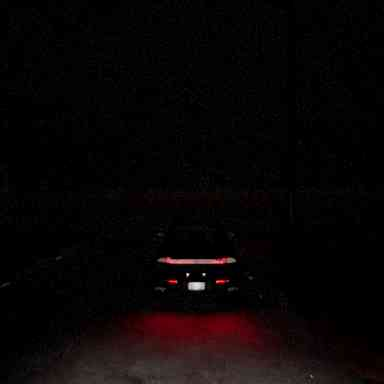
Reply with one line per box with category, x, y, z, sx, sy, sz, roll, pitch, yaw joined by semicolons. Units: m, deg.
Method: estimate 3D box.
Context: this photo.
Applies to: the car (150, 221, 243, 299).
car;0.095;1.479;8.421;2.128;1.511;4.902;0;0;0
